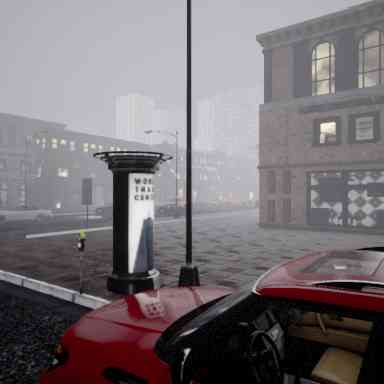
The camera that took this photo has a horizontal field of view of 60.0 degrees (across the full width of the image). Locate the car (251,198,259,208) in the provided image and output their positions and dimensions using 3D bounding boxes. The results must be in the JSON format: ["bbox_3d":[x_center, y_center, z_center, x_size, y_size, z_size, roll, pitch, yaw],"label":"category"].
[{"bbox_3d":[11.142,1.676,50.896,1.967,1.590,4.097,0,-1,35],"label":"car"}]

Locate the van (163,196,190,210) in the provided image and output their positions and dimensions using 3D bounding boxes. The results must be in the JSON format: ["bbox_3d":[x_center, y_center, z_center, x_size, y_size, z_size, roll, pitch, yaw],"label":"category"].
[{"bbox_3d":[-2.070,1.518,46.672,1.690,1.788,3.998,0,0,35],"label":"van"}]

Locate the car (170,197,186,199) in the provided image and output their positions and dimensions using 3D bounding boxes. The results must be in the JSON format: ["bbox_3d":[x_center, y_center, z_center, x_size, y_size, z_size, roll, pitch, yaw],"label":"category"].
[{"bbox_3d":[-1.807,1.513,42.512,2.097,1.767,4.553,0,0,35],"label":"car"}]

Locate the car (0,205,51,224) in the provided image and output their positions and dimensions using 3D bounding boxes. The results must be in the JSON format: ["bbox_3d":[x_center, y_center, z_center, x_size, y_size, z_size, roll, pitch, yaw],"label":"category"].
[{"bbox_3d":[-13.568,1.668,25.799,1.895,1.301,4.718,0,0,35],"label":"car"}]

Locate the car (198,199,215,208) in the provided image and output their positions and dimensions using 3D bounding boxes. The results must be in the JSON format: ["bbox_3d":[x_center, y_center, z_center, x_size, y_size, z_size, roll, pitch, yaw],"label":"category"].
[{"bbox_3d":[1.108,1.756,51.192,2.008,1.369,4.403,0,0,35],"label":"car"}]

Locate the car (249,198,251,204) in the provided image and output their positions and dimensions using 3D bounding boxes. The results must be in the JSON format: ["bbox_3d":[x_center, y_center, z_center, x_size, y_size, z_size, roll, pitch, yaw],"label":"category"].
[{"bbox_3d":[10.640,1.846,64.755,2.008,1.369,4.403,0,-1,35],"label":"car"}]

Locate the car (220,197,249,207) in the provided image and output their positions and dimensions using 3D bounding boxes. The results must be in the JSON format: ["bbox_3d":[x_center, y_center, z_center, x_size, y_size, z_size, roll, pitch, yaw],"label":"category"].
[{"bbox_3d":[7.097,1.524,55.029,1.882,1.535,5.008,0,0,35],"label":"car"}]

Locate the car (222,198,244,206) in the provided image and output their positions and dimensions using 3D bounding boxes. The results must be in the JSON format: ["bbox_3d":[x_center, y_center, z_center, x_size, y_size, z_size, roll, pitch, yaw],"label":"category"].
[{"bbox_3d":[7.463,1.815,60.234,2.008,1.369,4.403,0,-1,35],"label":"car"}]

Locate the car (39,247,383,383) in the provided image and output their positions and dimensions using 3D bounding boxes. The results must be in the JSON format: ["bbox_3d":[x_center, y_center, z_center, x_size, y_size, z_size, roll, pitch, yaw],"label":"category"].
[{"bbox_3d":[1.156,1.315,2.051,5.009,1.841,2.192,0,0,36],"label":"car"}]

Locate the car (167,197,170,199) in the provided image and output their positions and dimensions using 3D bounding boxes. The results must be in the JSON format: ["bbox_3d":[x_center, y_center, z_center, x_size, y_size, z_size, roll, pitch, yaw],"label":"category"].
[{"bbox_3d":[-5.344,1.674,42.010,1.752,1.417,4.829,0,0,35],"label":"car"}]

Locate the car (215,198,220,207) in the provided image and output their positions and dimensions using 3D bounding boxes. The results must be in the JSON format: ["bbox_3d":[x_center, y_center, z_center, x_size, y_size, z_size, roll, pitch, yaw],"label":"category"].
[{"bbox_3d":[4.187,1.759,55.574,1.752,1.417,4.829,0,-1,35],"label":"car"}]

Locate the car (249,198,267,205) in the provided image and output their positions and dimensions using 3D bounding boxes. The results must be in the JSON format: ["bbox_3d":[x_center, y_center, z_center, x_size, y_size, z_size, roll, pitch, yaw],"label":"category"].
[{"bbox_3d":[13.817,1.876,69.277,2.008,1.369,4.403,0,-1,35],"label":"car"}]

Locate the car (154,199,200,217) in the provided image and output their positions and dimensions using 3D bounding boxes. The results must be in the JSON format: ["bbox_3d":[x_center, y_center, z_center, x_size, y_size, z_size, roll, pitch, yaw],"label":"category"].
[{"bbox_3d":[-1.524,1.670,32.782,1.887,1.381,4.507,0,0,35],"label":"car"}]

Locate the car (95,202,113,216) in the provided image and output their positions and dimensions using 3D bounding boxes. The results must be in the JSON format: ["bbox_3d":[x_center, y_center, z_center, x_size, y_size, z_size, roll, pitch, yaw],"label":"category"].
[{"bbox_3d":[-7.801,1.676,33.986,1.994,1.385,4.181,0,0,36],"label":"car"}]
